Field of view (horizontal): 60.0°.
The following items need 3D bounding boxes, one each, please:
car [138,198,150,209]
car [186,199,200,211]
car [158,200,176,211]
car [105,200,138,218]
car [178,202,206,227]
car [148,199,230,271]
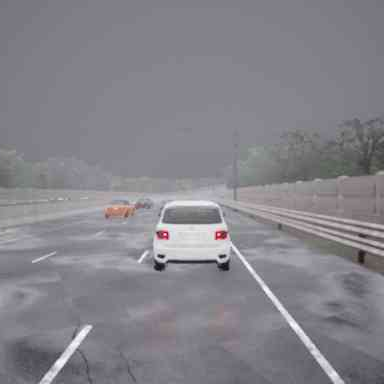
[{"bbox_3d":[-6.895,1.622,48.402,2.097,1.767,4.553,0,0,0],"label":"car"},{"bbox_3d":[0.101,1.771,47.002,1.837,1.490,4.892,0,0,0],"label":"car"},{"bbox_3d":[-3.385,1.806,45.656,2.033,1.411,5.357,0,0,0],"label":"car"},{"bbox_3d":[-6.897,1.539,32.273,2.097,1.767,4.553,0,0,0],"label":"car"},{"bbox_3d":[0.001,1.625,25.477,1.882,1.535,5.008,0,0,0],"label":"car"},{"bbox_3d":[0.001,1.290,11.309,2.150,2.045,5.566,0,0,0],"label":"car"}]
